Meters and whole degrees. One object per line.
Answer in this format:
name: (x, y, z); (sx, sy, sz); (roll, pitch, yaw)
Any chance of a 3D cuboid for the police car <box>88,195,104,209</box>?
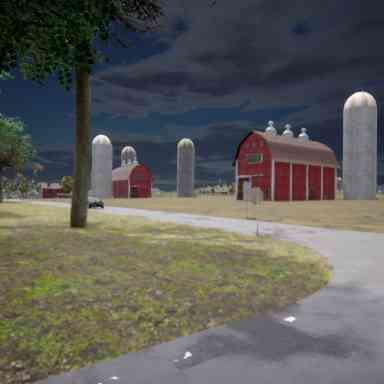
police car: (-12.593, 1.235, 41.790); (1.930, 1.638, 5.238); (1, -1, -35)
